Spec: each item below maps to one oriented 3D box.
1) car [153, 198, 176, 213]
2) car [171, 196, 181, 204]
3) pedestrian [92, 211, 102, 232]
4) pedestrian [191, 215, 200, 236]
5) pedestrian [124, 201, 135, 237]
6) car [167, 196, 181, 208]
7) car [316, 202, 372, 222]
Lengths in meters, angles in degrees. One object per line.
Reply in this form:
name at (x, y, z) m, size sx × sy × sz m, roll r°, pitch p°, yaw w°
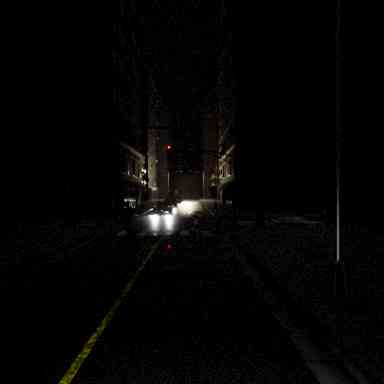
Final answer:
car at (-3.108, 1.614, 36.905) m, size 1.895 × 1.301 × 4.718 m, roll 0°, pitch 0°, yaw 1°
car at (-3.046, 1.555, 63.886) m, size 1.812 × 1.442 × 4.674 m, roll 0°, pitch 0°, yaw 0°
pedestrian at (-5.093, 1.189, 17.806) m, size 0.375 × 1.860 × 0.375 m, roll 0°, pitch 0°, yaw 0°
pedestrian at (0.187, 1.678, 17.205) m, size 0.500 × 1.100 × 0.500 m, roll 0°, pitch 0°, yaw 0°
pedestrian at (-3.150, 1.297, 16.607) m, size 0.375 × 1.860 × 0.375 m, roll 0°, pitch 0°, yaw 0°
car at (-3.094, 1.512, 48.965) m, size 2.128 × 1.511 × 4.902 m, roll 0°, pitch 0°, yaw 0°
car at (12.116, 1.518, 25.981) m, size 4.674 × 1.442 × 1.812 m, roll 0°, pitch 0°, yaw 0°
